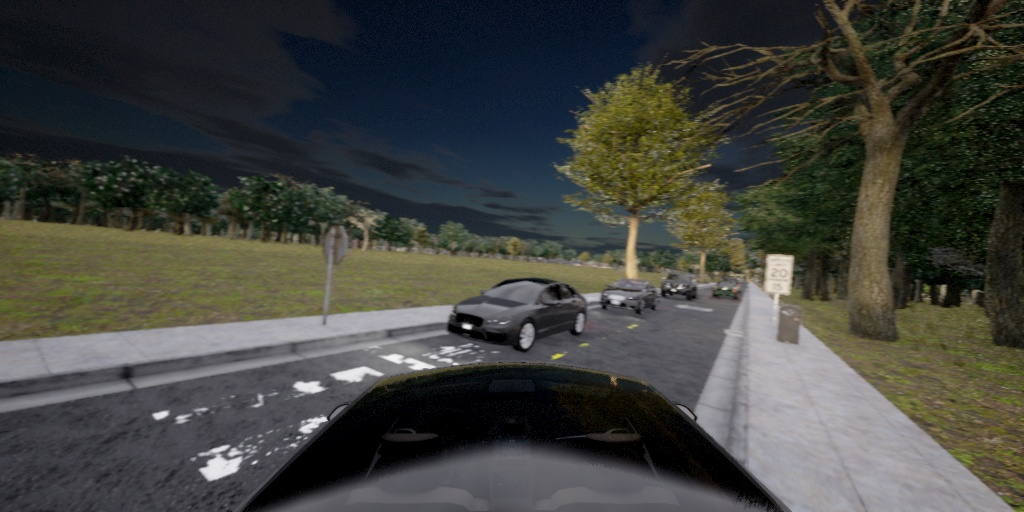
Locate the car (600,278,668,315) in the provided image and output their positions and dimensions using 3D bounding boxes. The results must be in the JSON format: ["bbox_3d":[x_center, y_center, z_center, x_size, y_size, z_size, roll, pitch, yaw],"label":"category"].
[{"bbox_3d":[5.907,1.889,17.669,2.128,1.511,4.902,5,0,34],"label":"car"}]

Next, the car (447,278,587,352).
[{"bbox_3d":[0.426,1.343,9.405,1.837,1.490,4.892,5,0,34],"label":"car"}]

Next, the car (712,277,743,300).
[{"bbox_3d":[21.402,3.287,35.779,2.097,1.767,4.553,5,0,34],"label":"car"}]

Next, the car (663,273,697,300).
[{"bbox_3d":[13.930,2.435,29.723,2.150,2.045,5.566,5,-1,33],"label":"car"}]
